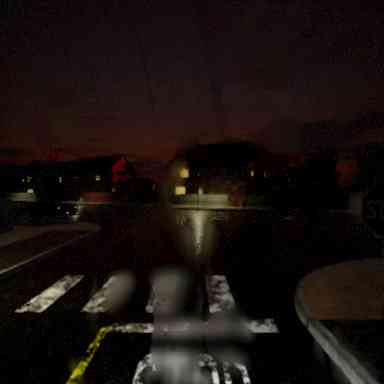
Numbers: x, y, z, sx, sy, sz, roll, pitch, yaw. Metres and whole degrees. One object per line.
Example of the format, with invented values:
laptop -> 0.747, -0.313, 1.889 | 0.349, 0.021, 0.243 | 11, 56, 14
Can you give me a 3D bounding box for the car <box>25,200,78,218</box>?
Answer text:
car -> -11.265, 1.274, 26.634 | 4.718, 1.301, 1.895 | 0, 1, 36
